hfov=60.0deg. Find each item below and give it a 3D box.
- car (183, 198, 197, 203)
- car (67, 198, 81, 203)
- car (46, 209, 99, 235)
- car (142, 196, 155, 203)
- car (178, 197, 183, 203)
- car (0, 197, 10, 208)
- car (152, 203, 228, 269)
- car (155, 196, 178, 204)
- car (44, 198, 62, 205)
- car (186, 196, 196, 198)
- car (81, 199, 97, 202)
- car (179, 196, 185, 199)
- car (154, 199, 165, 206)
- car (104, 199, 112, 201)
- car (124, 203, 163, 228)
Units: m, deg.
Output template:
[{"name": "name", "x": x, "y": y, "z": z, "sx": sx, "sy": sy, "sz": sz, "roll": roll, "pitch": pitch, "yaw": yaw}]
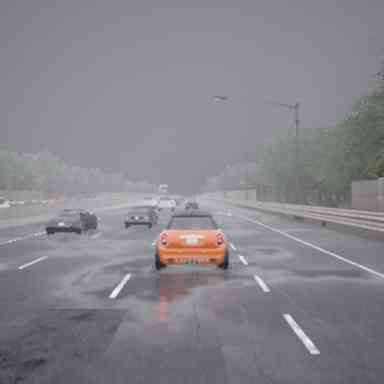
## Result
[{"name": "car", "x": 0.002, "y": 1.930, "z": 47.578, "sx": 1.837, "sy": 1.490, "sz": 4.892, "roll": 0, "pitch": -1, "yaw": 0}, {"name": "car", "x": -24.497, "y": 1.978, "z": 69.531, "sx": 2.097, "sy": 1.767, "sz": 4.553, "roll": 0, "pitch": 0, "yaw": 0}, {"name": "car", "x": -6.999, "y": 1.714, "z": 19.836, "sx": 1.994, "sy": 1.385, "sz": 4.181, "roll": 0, "pitch": -1, "yaw": 0}, {"name": "car", "x": -6.999, "y": 1.720, "z": 55.127, "sx": 2.150, "sy": 2.045, "sz": 5.566, "roll": 0, "pitch": -1, "yaw": 0}, {"name": "car", "x": -3.497, "y": 2.237, "z": 71.583, "sx": 1.895, "sy": 1.301, "sz": 4.718, "roll": 0, "pitch": 0, "yaw": 0}, {"name": "car", "x": -17.586, "y": 1.450, "z": 27.908, "sx": 2.150, "sy": 2.045, "sz": 5.566, "roll": 0, "pitch": -1, "yaw": 0}, {"name": "car", "x": 0.001, "y": 1.432, "z": 11.548, "sx": 2.097, "sy": 1.767, "sz": 4.553, "roll": 0, "pitch": 0, "yaw": 0}, {"name": "car", "x": -3.499, "y": 1.639, "z": 46.879, "sx": 2.150, "sy": 2.045, "sz": 5.566, "roll": 0, "pitch": -1, "yaw": 0}, {"name": "car", "x": -27.998, "y": 1.936, "z": 66.889, "sx": 2.097, "sy": 1.767, "sz": 4.553, "roll": 0, "pitch": 0, "yaw": 0}, {"name": "car", "x": 0.003, "y": 2.141, "z": 71.569, "sx": 1.837, "sy": 1.490, "sz": 4.892, "roll": 0, "pitch": 0, "yaw": 0}, {"name": "car", "x": -20.997, "y": 2.216, "z": 69.468, "sx": 1.895, "sy": 1.301, "sz": 4.718, "roll": 0, "pitch": 0, "yaw": 0}, {"name": "car", "x": -3.496, "y": 2.389, "z": 91.532, "sx": 1.895, "sy": 1.301, "sz": 4.718, "roll": 0, "pitch": 0, "yaw": 0}, {"name": "car", "x": -6.997, "y": 2.167, "z": 71.516, "sx": 1.812, "sy": 1.442, "sz": 4.674, "roll": 0, "pitch": 0, "yaw": 0}, {"name": "car", "x": -17.497, "y": 2.160, "z": 69.499, "sx": 2.033, "sy": 1.411, "sz": 5.357, "roll": 0, "pitch": 0, "yaw": 0}, {"name": "car", "x": -3.498, "y": 1.730, "z": 23.585, "sx": 2.033, "sy": 1.411, "sz": 5.357, "roll": 0, "pitch": -1, "yaw": 0}]
